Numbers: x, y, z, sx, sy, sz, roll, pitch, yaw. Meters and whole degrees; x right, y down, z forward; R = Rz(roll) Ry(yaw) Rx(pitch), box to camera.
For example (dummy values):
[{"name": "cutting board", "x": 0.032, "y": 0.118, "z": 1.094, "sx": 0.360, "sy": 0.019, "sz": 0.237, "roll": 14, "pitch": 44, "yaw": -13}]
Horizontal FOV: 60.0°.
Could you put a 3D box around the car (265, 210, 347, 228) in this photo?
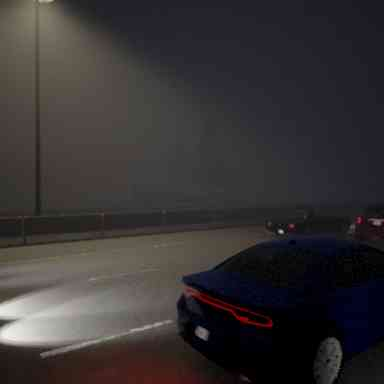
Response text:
[{"name": "car", "x": 5.895, "y": 1.519, "z": 16.549, "sx": 4.718, "sy": 1.301, "sz": 1.895, "roll": 0, "pitch": 0, "yaw": -35}]

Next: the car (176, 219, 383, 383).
[{"name": "car", "x": 2.127, "y": 1.451, "z": 5.261, "sx": 5.008, "sy": 1.535, "sz": 1.882, "roll": 0, "pitch": 0, "yaw": -36}]

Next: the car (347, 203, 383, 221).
[{"name": "car", "x": 9.162, "y": 1.261, "z": 14.580, "sx": 4.553, "sy": 1.767, "sz": 2.097, "roll": 0, "pitch": 0, "yaw": -35}]
